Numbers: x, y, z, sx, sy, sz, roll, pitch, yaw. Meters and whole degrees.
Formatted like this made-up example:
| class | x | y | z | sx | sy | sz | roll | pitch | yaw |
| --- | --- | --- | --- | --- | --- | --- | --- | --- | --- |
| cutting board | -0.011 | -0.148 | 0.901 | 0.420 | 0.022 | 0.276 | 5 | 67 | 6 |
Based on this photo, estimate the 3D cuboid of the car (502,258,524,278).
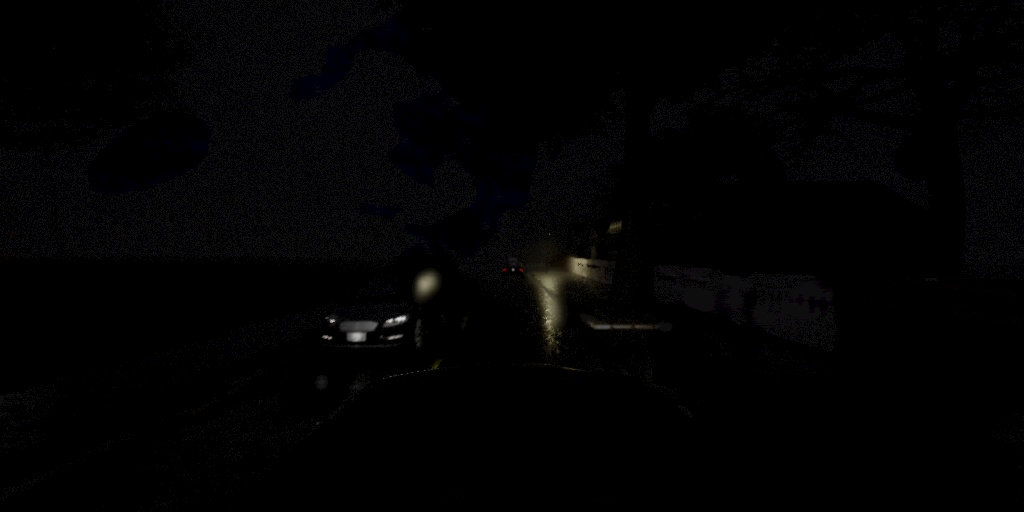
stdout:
| class | x | y | z | sx | sy | sz | roll | pitch | yaw |
| --- | --- | --- | --- | --- | --- | --- | --- | --- | --- |
| car | 0.087 | 1.104 | 30.523 | 2.033 | 1.411 | 5.357 | 0 | 0 | 0 |

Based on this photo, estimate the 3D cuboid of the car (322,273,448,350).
| class | x | y | z | sx | sy | sz | roll | pitch | yaw |
| --- | --- | --- | --- | --- | --- | --- | --- | --- | --- |
| car | -2.850 | 1.199 | 9.023 | 2.128 | 1.511 | 4.902 | 0 | 1 | 0 |
